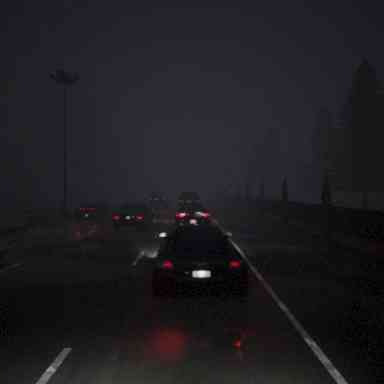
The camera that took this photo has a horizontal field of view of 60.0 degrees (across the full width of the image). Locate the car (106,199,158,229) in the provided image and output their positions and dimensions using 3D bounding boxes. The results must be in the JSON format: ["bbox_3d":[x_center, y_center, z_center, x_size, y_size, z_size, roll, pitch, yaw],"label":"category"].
[{"bbox_3d":[-3.470,1.412,20.326,2.033,1.411,5.357,0,0,-1],"label":"car"}]

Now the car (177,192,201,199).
[{"bbox_3d":[-0.280,1.007,31.981,2.150,2.045,5.566,0,0,-2],"label":"car"}]

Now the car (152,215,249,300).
[{"bbox_3d":[0.116,1.508,8.303,1.994,1.385,4.181,0,0,-2],"label":"car"}]

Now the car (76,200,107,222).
[{"bbox_3d":[-7.070,1.328,24.571,2.128,1.511,4.902,0,0,-1],"label":"car"}]

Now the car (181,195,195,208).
[{"bbox_3d":[-0.588,1.165,44.013,1.801,1.575,5.366,0,1,-1],"label":"car"}]

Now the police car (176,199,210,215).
[{"bbox_3d":[0.026,1.370,19.632,2.038,1.542,4.974,0,0,-1],"label":"police car"}]

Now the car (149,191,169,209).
[{"bbox_3d":[-3.986,0.951,39.936,2.150,2.045,5.566,0,0,-1],"label":"car"}]
